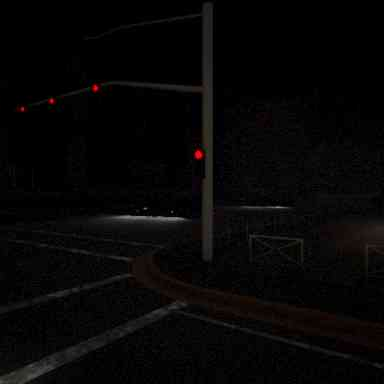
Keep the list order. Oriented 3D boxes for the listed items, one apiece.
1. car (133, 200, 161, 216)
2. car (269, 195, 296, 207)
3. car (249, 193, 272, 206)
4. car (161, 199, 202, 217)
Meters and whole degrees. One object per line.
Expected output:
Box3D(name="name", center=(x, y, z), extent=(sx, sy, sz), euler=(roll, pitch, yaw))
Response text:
Box3D(name="car", center=(-3.568, 1.468, 31.968), extent=(1.812, 1.442, 4.674), euler=(0, 0, 35))
Box3D(name="car", center=(14.159, 1.491, 50.661), extent=(2.033, 1.411, 5.357), euler=(0, 0, 36))
Box3D(name="car", center=(10.987, 1.169, 52.256), extent=(2.150, 2.045, 5.566), euler=(0, 0, 36))
Box3D(name="car", center=(-0.311, 1.447, 30.539), extent=(1.837, 1.490, 4.892), euler=(0, 0, 36))
